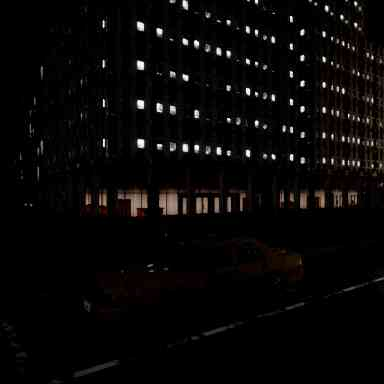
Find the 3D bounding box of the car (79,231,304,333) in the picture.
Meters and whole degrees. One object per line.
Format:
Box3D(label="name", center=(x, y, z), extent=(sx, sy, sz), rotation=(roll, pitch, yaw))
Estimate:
Box3D(label="car", center=(0.275, 1.525, 6.757), extent=(4.829, 1.417, 1.752), rotation=(0, 0, -36))
